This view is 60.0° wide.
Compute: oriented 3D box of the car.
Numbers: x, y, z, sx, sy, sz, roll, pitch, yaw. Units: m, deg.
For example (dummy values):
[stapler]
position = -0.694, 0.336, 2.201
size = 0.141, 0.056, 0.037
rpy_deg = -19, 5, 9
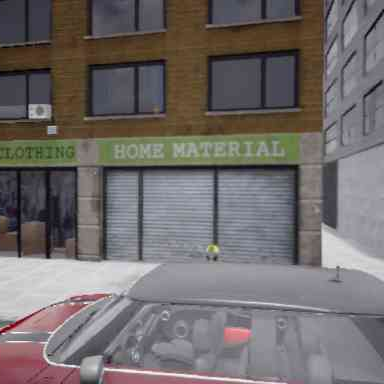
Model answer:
[car]
position = -0.109, 1.402, 2.934
size = 4.097, 1.590, 1.967
rpy_deg = 0, 1, 12
